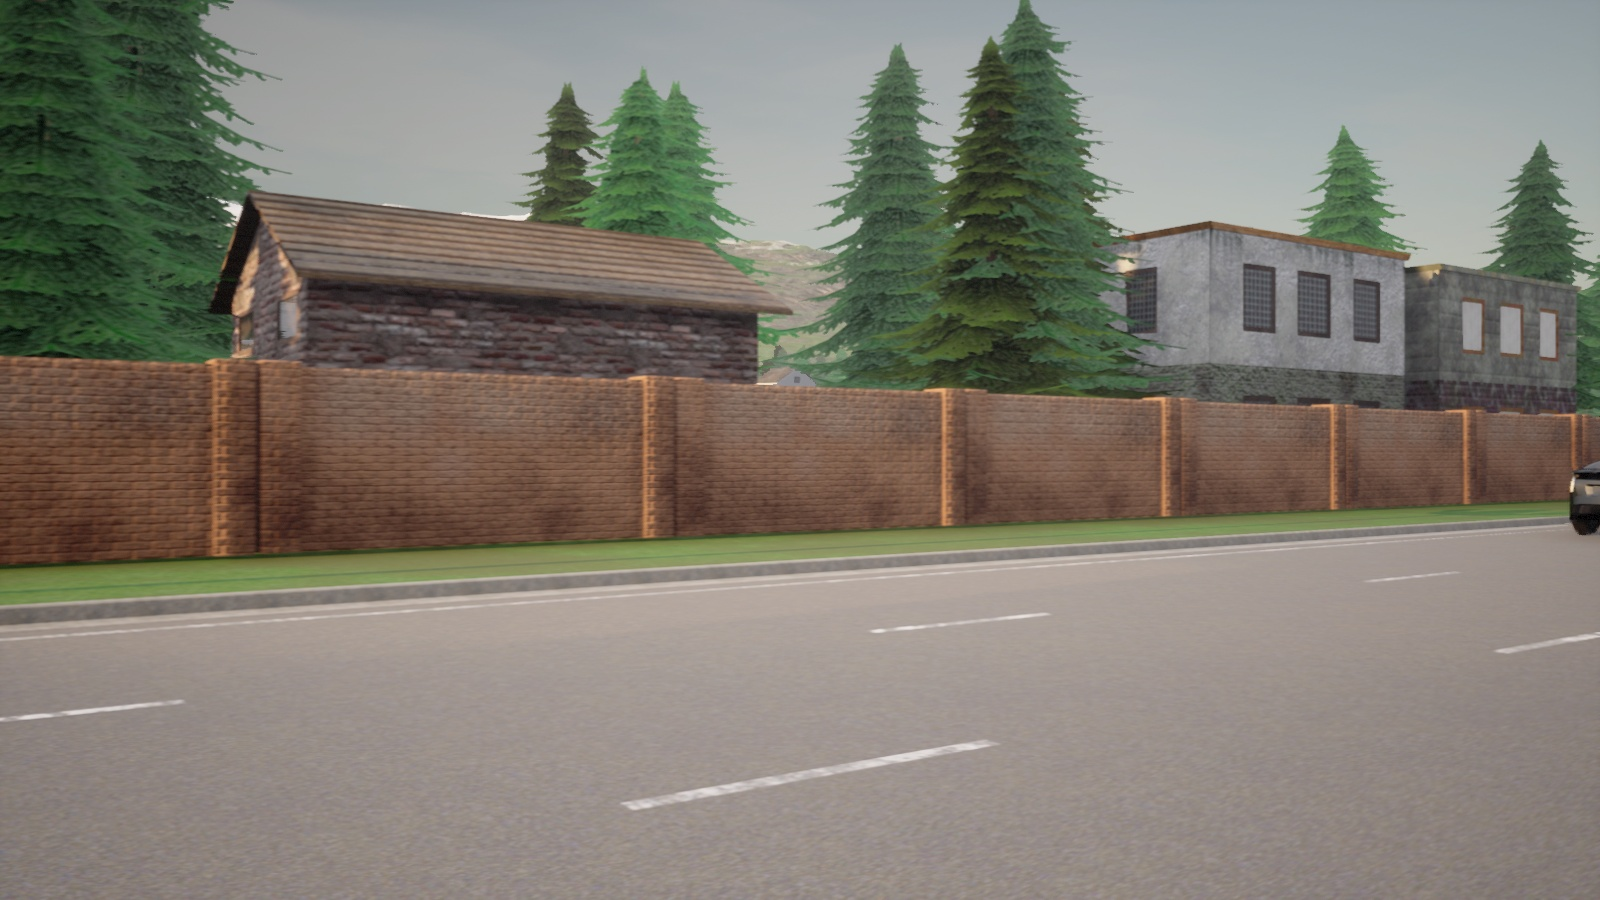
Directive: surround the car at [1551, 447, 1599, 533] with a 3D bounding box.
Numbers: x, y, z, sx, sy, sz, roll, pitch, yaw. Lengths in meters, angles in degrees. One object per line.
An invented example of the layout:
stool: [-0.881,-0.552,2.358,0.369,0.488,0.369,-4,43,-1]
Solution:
car: [16.157,0.710,23.430,4.514,1.525,2.007,0,0,-35]
